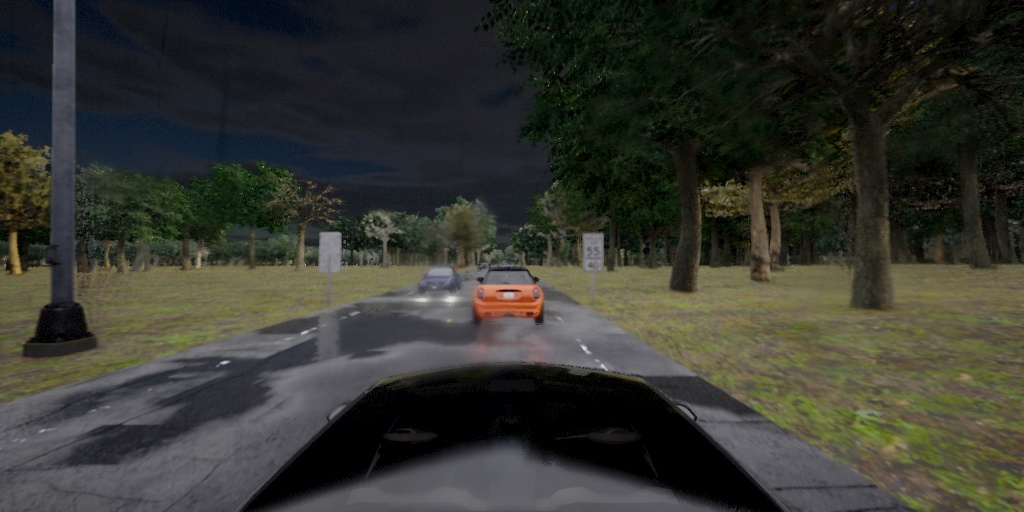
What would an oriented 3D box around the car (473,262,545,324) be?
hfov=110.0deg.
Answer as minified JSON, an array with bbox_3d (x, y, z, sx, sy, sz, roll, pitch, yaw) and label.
[{"bbox_3d":[-0.126,1.133,12.199,2.097,1.767,4.553,0,0,-1],"label":"car"}]

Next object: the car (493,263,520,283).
[{"bbox_3d":[-0.460,1.385,30.608,2.128,1.511,4.902,0,0,-1],"label":"car"}]

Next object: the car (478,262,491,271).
[{"bbox_3d":[-4.630,1.781,60.818,1.994,1.385,4.181,0,-1,0],"label":"car"}]

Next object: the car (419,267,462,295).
[{"bbox_3d":[-3.972,1.344,20.483,1.812,1.442,4.674,0,0,-1],"label":"car"}]
